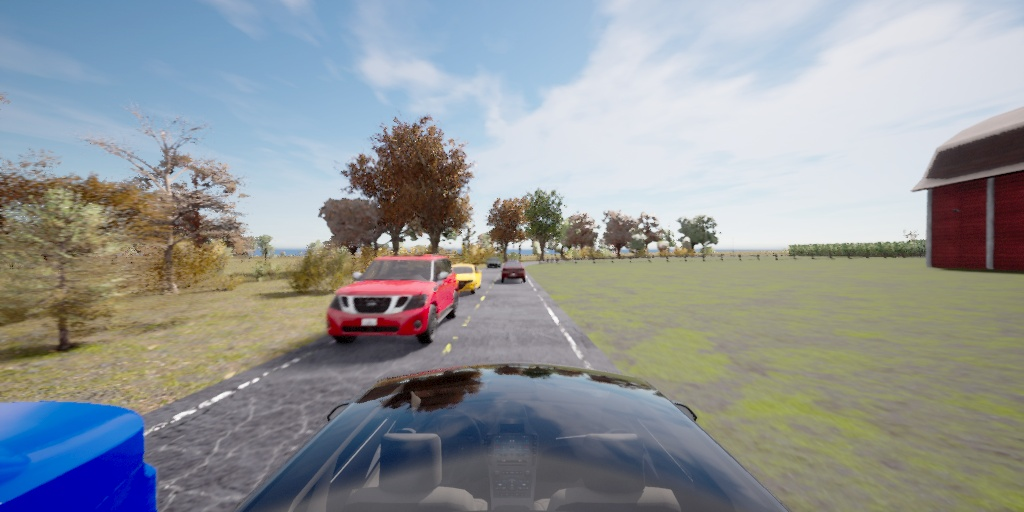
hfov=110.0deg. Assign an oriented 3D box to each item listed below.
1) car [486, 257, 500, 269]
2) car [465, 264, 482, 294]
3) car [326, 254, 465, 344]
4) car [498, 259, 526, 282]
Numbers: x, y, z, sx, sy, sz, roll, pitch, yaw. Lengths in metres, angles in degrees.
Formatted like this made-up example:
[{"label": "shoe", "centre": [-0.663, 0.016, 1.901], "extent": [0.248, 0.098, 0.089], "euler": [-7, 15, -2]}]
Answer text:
[{"label": "car", "centre": [-2.733, 1.024, 55.253], "extent": [2.097, 1.767, 4.553], "euler": [0, 0, 1]}, {"label": "car", "centre": [-2.802, 1.220, 20.430], "extent": [1.882, 1.535, 5.008], "euler": [0, 0, 0]}, {"label": "car", "centre": [-2.843, 0.968, 9.928], "extent": [2.150, 2.045, 5.566], "euler": [0, 0, 0]}, {"label": "car", "centre": [0.104, 1.215, 28.997], "extent": [1.882, 1.535, 5.008], "euler": [0, 0, 0]}]
